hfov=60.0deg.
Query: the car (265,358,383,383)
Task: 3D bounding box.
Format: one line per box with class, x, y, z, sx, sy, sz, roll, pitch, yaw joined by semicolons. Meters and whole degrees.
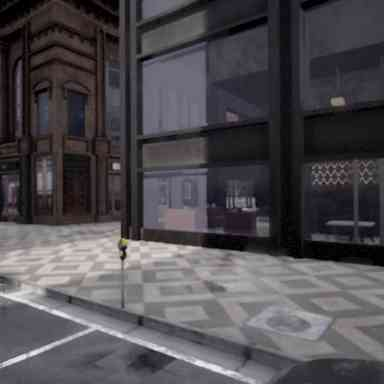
car;2.249;1.542;1.360;4.403;1.369;2.008;-1;0;35
